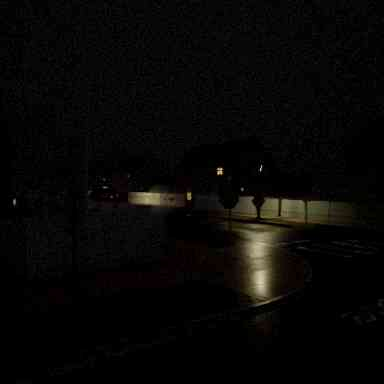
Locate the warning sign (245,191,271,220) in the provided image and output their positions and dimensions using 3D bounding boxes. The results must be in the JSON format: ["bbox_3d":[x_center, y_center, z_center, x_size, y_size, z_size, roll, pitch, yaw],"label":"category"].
[{"bbox_3d":[4.399,0.873,22.164,1.300,1.860,1.060,-1,0,-36],"label":"warning sign"}]

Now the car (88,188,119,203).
[{"bbox_3d":[-10.363,0.584,38.488,2.150,2.045,5.566,0,1,-36],"label":"car"}]

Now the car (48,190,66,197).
[{"bbox_3d":[-22.536,0.424,55.317,2.097,1.767,4.553,1,1,-36],"label":"car"}]
